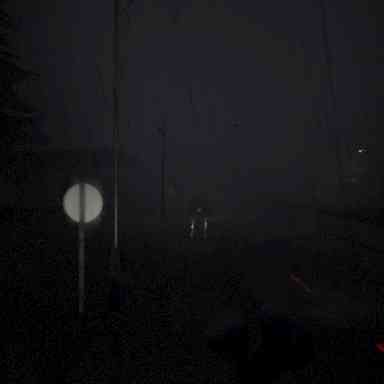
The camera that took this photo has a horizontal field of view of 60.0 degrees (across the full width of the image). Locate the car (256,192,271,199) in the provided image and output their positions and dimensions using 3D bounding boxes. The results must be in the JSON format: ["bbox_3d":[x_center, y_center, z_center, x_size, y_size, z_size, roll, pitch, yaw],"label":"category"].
[{"bbox_3d":[16.236,0.816,75.289,2.038,1.542,4.974,1,1,30],"label":"car"}]

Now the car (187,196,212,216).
[{"bbox_3d":[0.609,1.136,28.596,2.128,1.511,4.902,0,1,1],"label":"car"}]

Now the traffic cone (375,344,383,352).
[{"bbox_3d":[2.801,1.911,4.606,0.340,0.580,0.340,0,1,0],"label":"traffic cone"}]

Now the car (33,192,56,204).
[{"bbox_3d":[-19.087,0.772,42.977,1.845,1.501,3.633,0,1,0],"label":"car"}]

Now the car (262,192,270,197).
[{"bbox_3d":[16.210,0.659,75.242,1.853,1.218,4.536,1,1,30],"label":"car"}]

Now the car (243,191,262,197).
[{"bbox_3d":[13.443,0.553,75.654,3.633,1.501,1.845,0,1,12],"label":"car"}]
